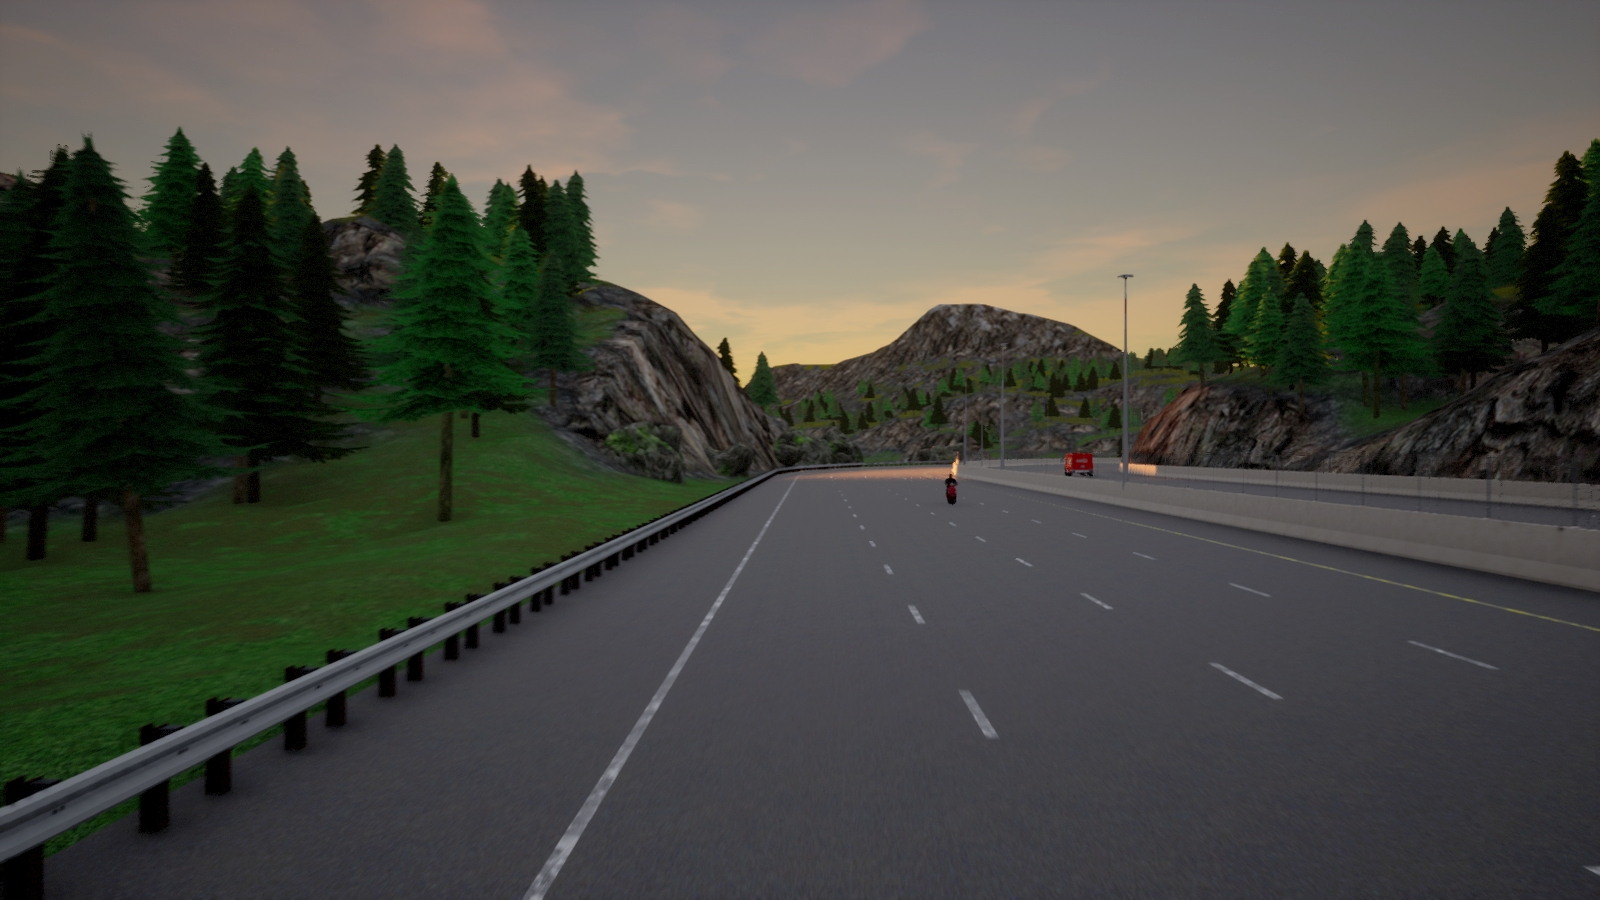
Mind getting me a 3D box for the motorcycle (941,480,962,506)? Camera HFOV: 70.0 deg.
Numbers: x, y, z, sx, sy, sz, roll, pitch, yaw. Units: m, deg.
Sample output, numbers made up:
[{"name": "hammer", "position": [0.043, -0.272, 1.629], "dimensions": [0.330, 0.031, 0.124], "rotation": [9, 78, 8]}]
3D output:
[{"name": "motorcycle", "position": [7.720, 2.186, 58.449], "dimensions": [0.856, 1.236, 1.805], "rotation": [0, 0, 1]}]
